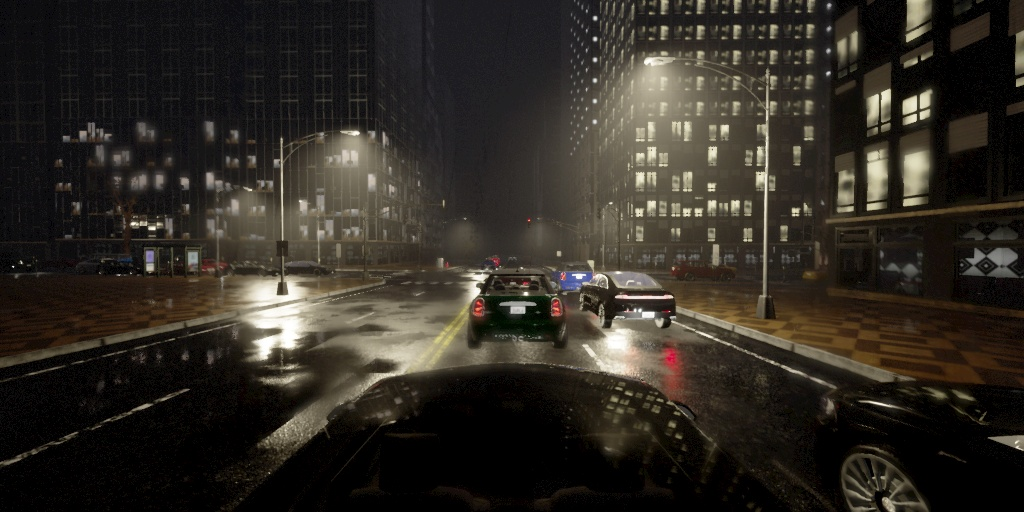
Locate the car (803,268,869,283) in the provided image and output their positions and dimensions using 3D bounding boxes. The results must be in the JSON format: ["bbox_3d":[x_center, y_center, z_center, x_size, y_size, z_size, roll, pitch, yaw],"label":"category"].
[{"bbox_3d":[27.683,1.579,30.550,4.829,1.417,1.751,0,0,1],"label":"car"}]

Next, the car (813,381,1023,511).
[{"bbox_3d":[3.344,1.242,0.881,2.128,1.511,4.902,0,0,0],"label":"car"}]

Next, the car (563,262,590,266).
[{"bbox_3d":[3.376,1.092,20.115,2.097,1.767,4.553,0,0,0],"label":"car"}]

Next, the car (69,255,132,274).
[{"bbox_3d":[-38.922,0.942,34.411,4.674,1.442,1.812,1,1,2],"label":"car"}]

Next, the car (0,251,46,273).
[{"bbox_3d":[-49.577,0.539,34.684,5.566,2.045,2.150,1,1,-1],"label":"car"}]

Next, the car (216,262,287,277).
[{"bbox_3d":[-22.690,1.173,31.345,4.313,1.339,1.948,0,0,1],"label":"car"}]

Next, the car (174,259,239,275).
[{"bbox_3d":[-29.068,1.031,34.191,4.674,1.442,1.812,1,1,1],"label":"car"}]

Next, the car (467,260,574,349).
[{"bbox_3d":[0.111,1.099,9.300,2.097,1.767,4.553,0,0,0],"label":"car"}]

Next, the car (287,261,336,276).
[{"bbox_3d":[-19.661,1.139,33.972,5.357,1.411,2.033,0,1,0],"label":"car"}]

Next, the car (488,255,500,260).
[{"bbox_3d":[-3.245,0.925,61.025,2.150,2.045,5.566,0,0,0],"label":"car"}]

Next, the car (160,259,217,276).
[{"bbox_3d":[-28.373,1.138,31.487,4.207,1.307,1.802,0,0,1],"label":"car"}]

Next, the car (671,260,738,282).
[{"bbox_3d":[16.235,1.269,30.763,5.009,1.841,2.192,0,0,1],"label":"car"}]

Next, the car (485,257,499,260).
[{"bbox_3d":[-3.277,1.241,50.801,1.812,1.442,4.674,0,0,0],"label":"car"}]

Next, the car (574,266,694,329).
[{"bbox_3d":[3.364,1.237,11.273,2.128,1.511,4.902,0,0,0],"label":"car"}]

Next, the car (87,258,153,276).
[{"bbox_3d":[-34.054,1.069,31.668,4.313,1.339,1.948,0,0,1],"label":"car"}]

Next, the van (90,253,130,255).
[{"bbox_3d":[-45.233,0.605,40.344,3.998,1.789,1.690,0,0,1],"label":"van"}]
